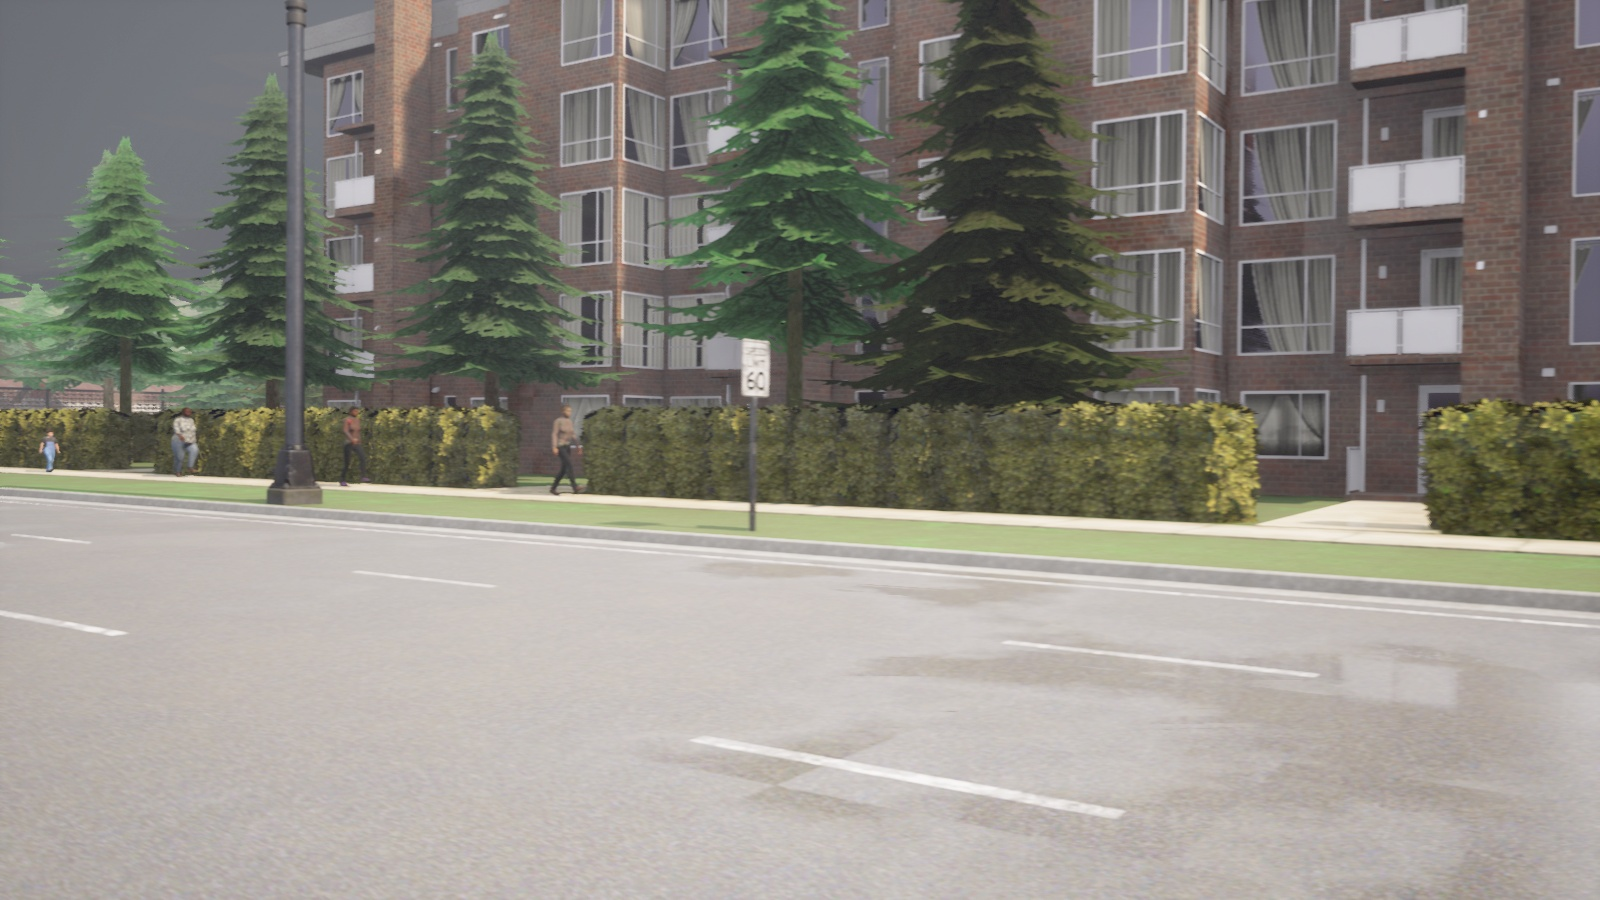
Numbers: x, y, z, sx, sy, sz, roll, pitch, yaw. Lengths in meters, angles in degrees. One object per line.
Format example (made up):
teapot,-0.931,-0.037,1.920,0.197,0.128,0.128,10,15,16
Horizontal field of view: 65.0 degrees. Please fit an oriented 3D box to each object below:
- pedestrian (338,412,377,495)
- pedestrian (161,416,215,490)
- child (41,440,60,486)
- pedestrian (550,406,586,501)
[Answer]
pedestrian,-9.755,0.070,27.672,0.869,1.805,0.328,0,1,35
pedestrian,-15.635,0.063,32.104,0.900,1.855,0.874,0,1,34
child,-20.847,0.351,34.925,0.437,1.263,0.270,0,1,34
pedestrian,-4.575,0.063,24.743,0.634,1.846,0.331,0,1,35
